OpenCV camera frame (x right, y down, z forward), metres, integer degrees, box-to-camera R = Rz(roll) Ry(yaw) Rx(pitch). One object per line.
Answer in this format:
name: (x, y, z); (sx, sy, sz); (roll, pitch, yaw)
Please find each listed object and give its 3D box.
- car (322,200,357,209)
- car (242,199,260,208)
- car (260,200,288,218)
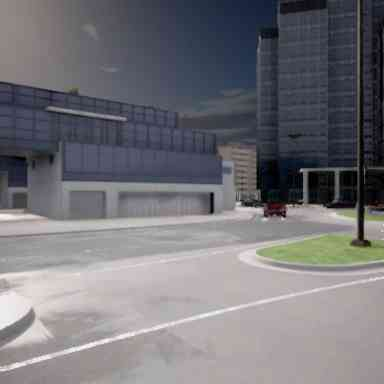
car: (22.666, 1.916, 50.981); (5.357, 1.411, 2.033); (0, 0, -20)
car: (10.206, 1.897, 55.446); (1.837, 1.490, 4.892); (0, 0, -25)
car: (8.240, 1.585, 32.633); (2.097, 1.767, 4.553); (0, 0, 18)
